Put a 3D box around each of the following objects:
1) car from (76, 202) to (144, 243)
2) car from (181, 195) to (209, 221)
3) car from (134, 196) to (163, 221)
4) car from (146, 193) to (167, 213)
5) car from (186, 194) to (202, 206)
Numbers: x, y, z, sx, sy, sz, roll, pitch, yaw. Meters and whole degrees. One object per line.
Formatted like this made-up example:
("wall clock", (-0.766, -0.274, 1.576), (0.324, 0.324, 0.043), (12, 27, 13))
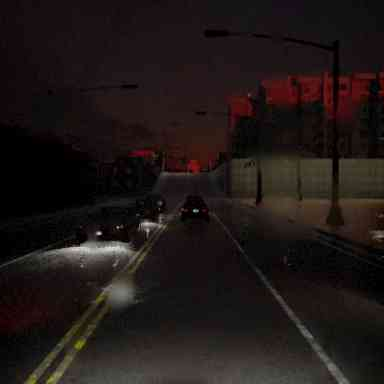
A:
("car", (-3.532, 1.356, 14.580), (1.994, 1.385, 4.181), (0, 1, 0))
("car", (0.202, 1.212, 23.500), (2.033, 1.411, 5.357), (0, 1, 0))
("car", (-3.400, 1.235, 23.121), (1.994, 1.385, 4.181), (0, 1, 0))
("car", (-3.429, 0.932, 29.479), (2.097, 1.767, 4.553), (0, 1, 1))
("car", (0.278, 1.007, 41.688), (1.895, 1.301, 4.718), (0, 1, 0))
